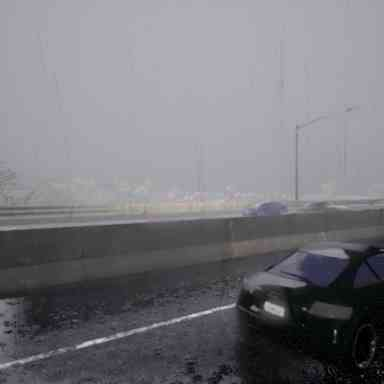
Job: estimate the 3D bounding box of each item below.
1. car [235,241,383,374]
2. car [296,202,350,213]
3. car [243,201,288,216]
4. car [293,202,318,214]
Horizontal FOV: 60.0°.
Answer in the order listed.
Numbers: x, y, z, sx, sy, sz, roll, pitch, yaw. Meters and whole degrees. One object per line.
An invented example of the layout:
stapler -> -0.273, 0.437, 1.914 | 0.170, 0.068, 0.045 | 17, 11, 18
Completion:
car -> 2.759, 1.570, 5.694 | 4.181, 1.385, 1.994 | 0, 0, -35
car -> 9.881, 1.640, 23.762 | 4.718, 1.301, 1.895 | 0, 0, -35
car -> 6.718, 1.567, 30.094 | 4.674, 1.442, 1.812 | 0, 0, -35
car -> 10.710, 1.575, 28.604 | 4.674, 1.442, 1.812 | 0, 0, -34
